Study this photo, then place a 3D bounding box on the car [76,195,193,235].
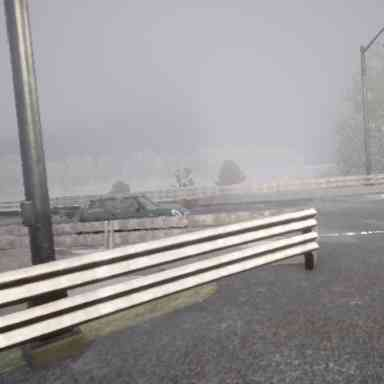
[{"bbox_3d":[-2.309,0.893,13.592,4.553,1.767,2.097,-4,3,9],"label":"car"}]
